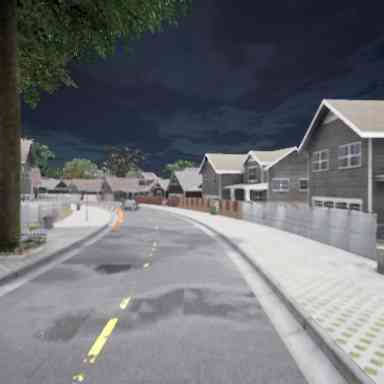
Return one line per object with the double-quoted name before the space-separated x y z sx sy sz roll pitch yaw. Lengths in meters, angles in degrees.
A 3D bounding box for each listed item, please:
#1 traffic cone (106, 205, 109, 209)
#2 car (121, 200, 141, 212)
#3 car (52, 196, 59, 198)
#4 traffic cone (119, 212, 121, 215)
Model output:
"traffic cone" -12.462 2.151 49.074 0.340 0.580 0.340 0 0 -23
"car" -7.967 1.708 42.747 1.812 1.442 4.674 0 0 -20
"car" -33.463 1.697 81.971 1.895 1.301 4.718 -1 1 -45
"traffic cone" -5.447 2.061 25.741 0.340 0.580 0.340 0 0 -10
